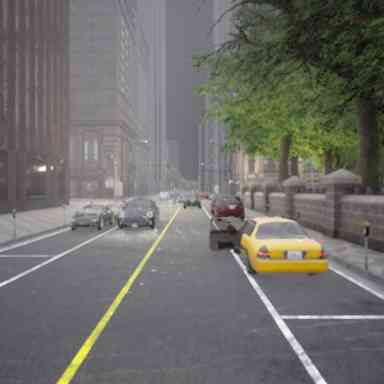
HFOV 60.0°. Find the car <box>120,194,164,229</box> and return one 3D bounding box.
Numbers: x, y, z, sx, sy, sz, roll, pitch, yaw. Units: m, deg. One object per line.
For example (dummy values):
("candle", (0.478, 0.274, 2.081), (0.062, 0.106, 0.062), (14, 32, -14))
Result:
("car", (-3.115, 1.226, 20.346), (2.097, 1.767, 4.553), (0, 0, 0))

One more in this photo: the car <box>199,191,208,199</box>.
("car", (2.700, 0.776, 79.371), (2.192, 1.841, 5.009), (0, 0, 0))

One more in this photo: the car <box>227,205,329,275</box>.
("car", (2.342, 1.394, 10.152), (1.801, 1.575, 5.366), (0, 0, 0))

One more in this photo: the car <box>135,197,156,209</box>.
("car", (-5.794, 1.284, 41.818), (1.947, 1.339, 4.313), (0, 0, 0))

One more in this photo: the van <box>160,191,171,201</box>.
("van", (-5.816, 0.872, 68.474), (1.690, 1.788, 3.998), (0, 0, 0))

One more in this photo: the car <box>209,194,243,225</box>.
("car", (2.745, 1.155, 25.262), (2.192, 1.841, 5.009), (0, 0, 0))

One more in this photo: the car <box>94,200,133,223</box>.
("car", (-5.781, 1.367, 25.076), (1.752, 1.417, 4.829), (0, 0, 0))

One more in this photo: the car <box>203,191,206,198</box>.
("car", (2.705, 0.810, 73.930), (2.192, 1.841, 5.009), (0, 0, 0))

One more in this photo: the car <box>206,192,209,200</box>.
("car", (2.740, 1.115, 30.787), (2.192, 1.841, 5.009), (0, 0, 0))

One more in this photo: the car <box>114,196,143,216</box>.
("car", (-5.786, 1.241, 30.770), (1.967, 1.590, 4.097), (0, 0, 0))

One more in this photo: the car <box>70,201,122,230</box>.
("car", (-5.778, 1.429, 19.722), (2.008, 1.369, 4.403), (0, 0, 0))

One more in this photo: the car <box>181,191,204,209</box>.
("car", (0.047, 1.076, 40.834), (2.097, 1.767, 4.553), (0, 0, 0))

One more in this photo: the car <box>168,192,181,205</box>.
("car", (-1.134, 1.147, 51.380), (2.128, 1.511, 4.902), (0, 0, 26))
